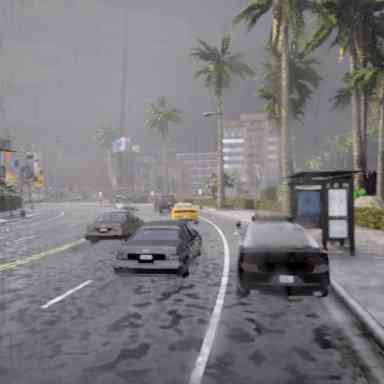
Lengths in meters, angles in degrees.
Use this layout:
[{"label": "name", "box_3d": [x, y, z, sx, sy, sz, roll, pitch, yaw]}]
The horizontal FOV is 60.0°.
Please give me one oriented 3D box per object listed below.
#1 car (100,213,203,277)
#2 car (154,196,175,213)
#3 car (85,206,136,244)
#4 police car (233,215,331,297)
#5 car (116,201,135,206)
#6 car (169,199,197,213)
[{"label": "car", "box_3d": [-0.781, 1.612, 10.437, 2.033, 1.411, 5.357, -1, 0, 7]}, {"label": "car", "box_3d": [-3.328, 1.480, 41.458, 2.150, 2.045, 5.566, -1, 0, -15]}, {"label": "car", "box_3d": [-3.723, 1.689, 16.839, 2.033, 1.411, 5.357, -1, 0, 2]}, {"label": "police car", "box_3d": [2.127, 1.435, 8.792, 1.930, 1.638, 5.238, -1, 0, 8]}, {"label": "car", "box_3d": [-9.936, 2.000, 49.122, 1.895, 1.301, 4.718, -1, 0, -25]}, {"label": "car", "box_3d": [-0.660, 1.619, 26.283, 1.882, 1.535, 5.008, -1, 0, -4]}]
